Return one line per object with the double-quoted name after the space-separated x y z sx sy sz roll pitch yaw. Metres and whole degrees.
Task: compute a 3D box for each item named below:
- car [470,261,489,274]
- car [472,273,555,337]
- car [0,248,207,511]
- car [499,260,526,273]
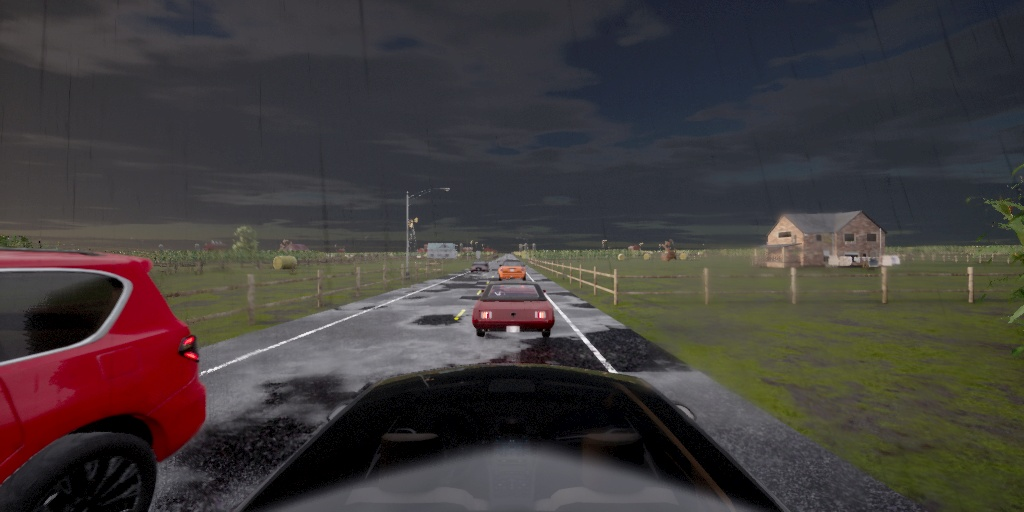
-3.671 1.285 41.567 1.994 1.385 4.181 0 0 0 "car"
0.044 1.350 10.241 1.895 1.301 4.718 0 0 0 "car"
-3.596 0.970 0.617 2.150 2.045 5.566 0 0 0 "car"
0.017 1.088 29.010 2.097 1.767 4.553 0 0 0 "car"
